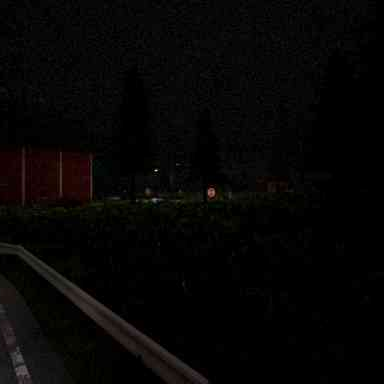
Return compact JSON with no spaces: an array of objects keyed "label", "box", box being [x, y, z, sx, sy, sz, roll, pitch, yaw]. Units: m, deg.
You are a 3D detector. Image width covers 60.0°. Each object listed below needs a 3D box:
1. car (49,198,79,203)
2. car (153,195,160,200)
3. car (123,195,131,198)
[{"label":"car","box":[-15.861,1.504,41.255,1.882,1.535,5.008,0,0,33]},{"label":"car","box":[-5.043,1.589,51.204,1.994,1.385,4.181,0,0,33]},{"label":"car","box":[-16.849,1.530,89.672,1.816,1.474,4.193,0,0,33]}]
